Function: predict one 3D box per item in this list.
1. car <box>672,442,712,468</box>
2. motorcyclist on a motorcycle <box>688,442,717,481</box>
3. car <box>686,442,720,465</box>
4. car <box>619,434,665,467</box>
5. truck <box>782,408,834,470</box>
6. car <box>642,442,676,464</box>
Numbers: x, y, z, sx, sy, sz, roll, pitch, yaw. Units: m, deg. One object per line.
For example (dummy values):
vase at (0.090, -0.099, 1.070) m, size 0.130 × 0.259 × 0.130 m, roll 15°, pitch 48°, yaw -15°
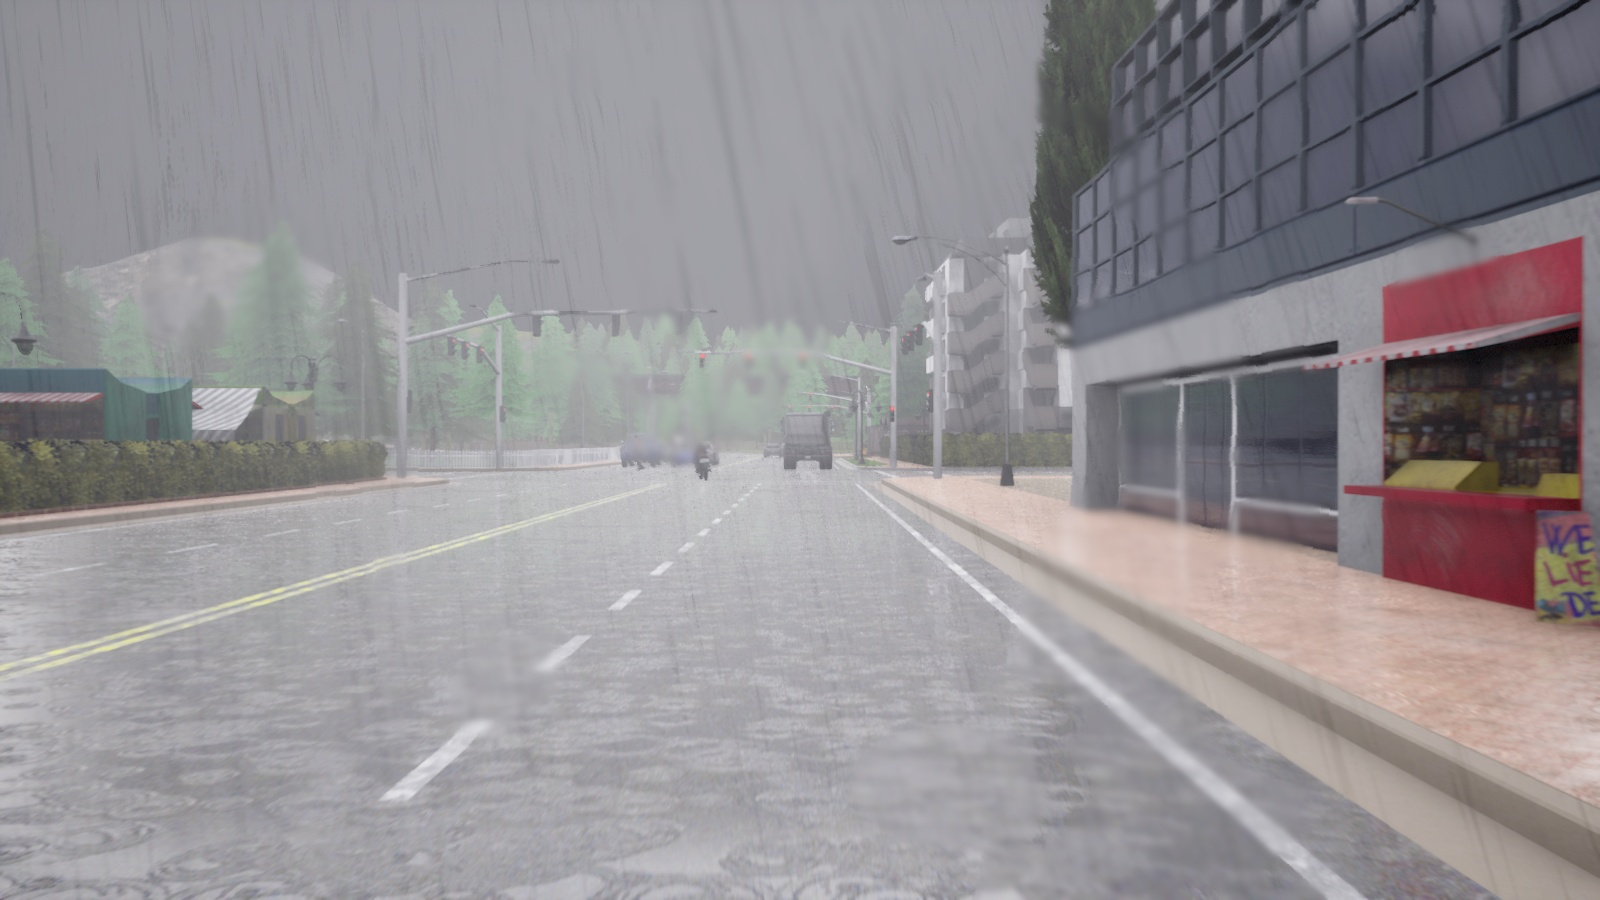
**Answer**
car at (-6.529, 0.259, 76.152) m, size 2.007 × 1.525 × 4.514 m, roll 0°, pitch 0°, yaw 0°
motorcyclist on a motorcycle at (-3.887, 0.445, 49.787) m, size 0.797 × 1.523 × 2.044 m, roll -1°, pitch 1°, yaw -14°
car at (-6.479, 0.230, 84.531) m, size 1.970 × 1.475 × 3.806 m, roll 0°, pitch 0°, yaw 1°
car at (-10.009, 0.007, 79.941) m, size 2.150 × 2.045 × 5.566 m, roll 0°, pitch 0°, yaw 0°
truck at (0.459, -0.653, 74.138) m, size 2.891 × 3.462 × 7.936 m, roll 0°, pitch 0°, yaw 0°
car at (-9.954, 0.202, 89.067) m, size 1.970 × 1.475 × 3.806 m, roll 0°, pitch 0°, yaw 0°
